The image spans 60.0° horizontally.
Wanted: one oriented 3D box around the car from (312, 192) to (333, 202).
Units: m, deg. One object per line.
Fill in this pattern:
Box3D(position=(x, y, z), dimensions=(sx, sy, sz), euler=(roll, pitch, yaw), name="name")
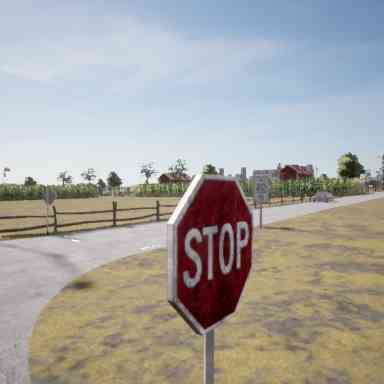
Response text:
Box3D(position=(18.472, 0.704, 46.852), dimensions=(1.994, 1.385, 4.181), euler=(0, 1, 36), name="car")
